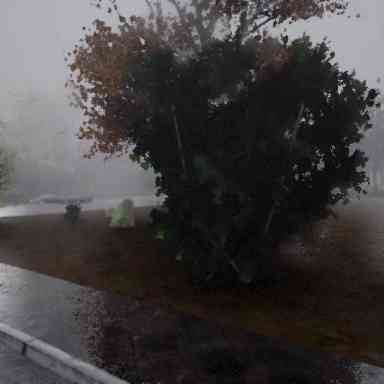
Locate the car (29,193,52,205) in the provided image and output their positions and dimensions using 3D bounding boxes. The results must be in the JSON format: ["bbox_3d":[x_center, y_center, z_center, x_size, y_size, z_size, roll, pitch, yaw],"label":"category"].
[{"bbox_3d":[-18.958,0.942,44.160,2.128,1.511,4.902,1,2,39],"label":"car"}]

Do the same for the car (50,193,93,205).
[{"bbox_3d":[-15.345,1.033,43.072,1.895,1.301,4.718,1,2,39],"label":"car"}]
